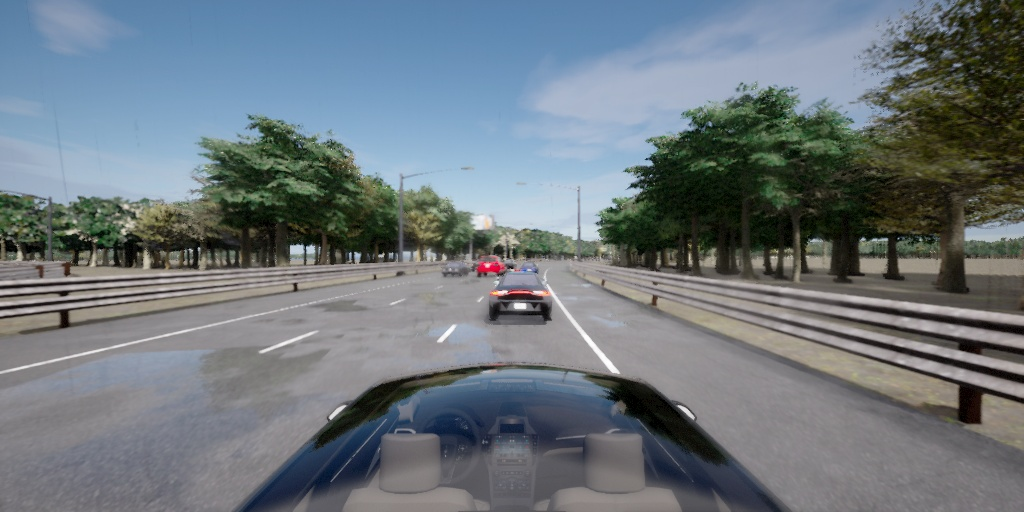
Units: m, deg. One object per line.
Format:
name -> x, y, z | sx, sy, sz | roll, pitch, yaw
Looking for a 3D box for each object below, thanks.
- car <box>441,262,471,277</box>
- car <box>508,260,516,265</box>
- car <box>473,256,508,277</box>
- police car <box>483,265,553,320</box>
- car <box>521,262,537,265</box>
car -> -5.501, 1.336, 35.690 | 2.033, 1.411, 5.357 | 0, 0, 5
car -> -0.488, 1.317, 49.532 | 1.882, 1.535, 5.008 | 0, 0, 8
car -> -2.003, 1.014, 35.499 | 2.150, 2.045, 5.566 | 0, 0, 5
police car -> 0.313, 1.259, 12.691 | 2.038, 1.542, 4.974 | 0, 0, 2
car -> 1.850, 1.371, 38.764 | 1.994, 1.385, 4.181 | 0, 0, 6
